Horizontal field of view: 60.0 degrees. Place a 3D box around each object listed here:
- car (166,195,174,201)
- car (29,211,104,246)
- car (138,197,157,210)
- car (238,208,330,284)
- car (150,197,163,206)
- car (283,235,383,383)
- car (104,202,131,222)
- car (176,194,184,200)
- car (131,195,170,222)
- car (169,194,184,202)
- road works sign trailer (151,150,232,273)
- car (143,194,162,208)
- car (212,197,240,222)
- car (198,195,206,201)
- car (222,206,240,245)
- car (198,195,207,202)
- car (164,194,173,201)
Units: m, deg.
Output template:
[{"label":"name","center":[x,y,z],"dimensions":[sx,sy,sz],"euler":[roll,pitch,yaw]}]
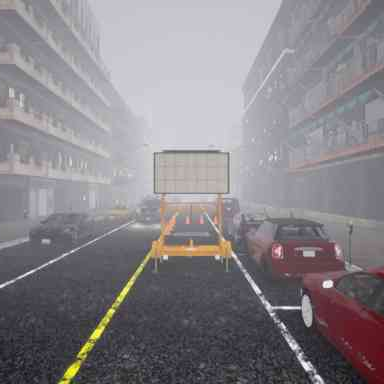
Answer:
[{"label":"car","center":[-5.816,1.516,88.463],"dimensions":[1.887,1.381,4.507],"euler":[0,0,0]},{"label":"car","center":[-5.711,1.565,15.188],"dimensions":[1.947,1.339,4.313],"euler":[0,0,0]},{"label":"car","center":[-5.751,1.432,43.372],"dimensions":[1.967,1.590,4.097],"euler":[0,0,0]},{"label":"car","center":[2.678,1.440,9.562],"dimensions":[1.967,1.590,4.097],"euler":[0,0,0]},{"label":"car","center":[-5.768,1.570,54.645],"dimensions":[1.802,1.307,4.206],"euler":[0,0,0]},{"label":"car","center":[2.686,1.545,3.925],"dimensions":[1.887,1.381,4.507],"euler":[0,0,0]},{"label":"car","center":[-5.727,1.523,26.292],"dimensions":[1.752,1.417,4.829],"euler":[0,0,0]},{"label":"car","center":[-3.129,1.322,89.952],"dimensions":[2.097,1.767,4.553],"euler":[0,0,0]},{"label":"car","center":[-3.137,1.349,26.262],"dimensions":[2.097,1.767,4.553],"euler":[0,0,0]},{"label":"car","center":[-3.107,1.460,67.437],"dimensions":[1.882,1.535,5.008],"euler":[0,0,0]},{"label":"road works sign trailer","center":[-0.015,0.464,10.690],"dimensions":[2.380,3.560,2.880],"euler":[0,0,0]},{"label":"car","center":[-5.758,1.305,49.008],"dimensions":[2.192,1.841,5.009],"euler":[0,0,0]},{"label":"car","center":[2.655,1.312,26.471],"dimensions":[2.192,1.841,5.009],"euler":[0,0,0]},{"label":"car","center":[2.564,1.516,88.471],"dimensions":[1.887,1.381,4.507],"euler":[0,0,0]},{"label":"car","center":[2.670,1.550,15.197],"dimensions":[2.008,1.369,4.403],"euler":[0,0,0]},{"label":"car","center":[2.580,1.503,77.368],"dimensions":[1.752,1.417,4.829],"euler":[0,0,0]},{"label":"car","center":[-5.808,1.414,82.826],"dimensions":[1.967,1.590,4.097],"euler":[0,0,0]}]
